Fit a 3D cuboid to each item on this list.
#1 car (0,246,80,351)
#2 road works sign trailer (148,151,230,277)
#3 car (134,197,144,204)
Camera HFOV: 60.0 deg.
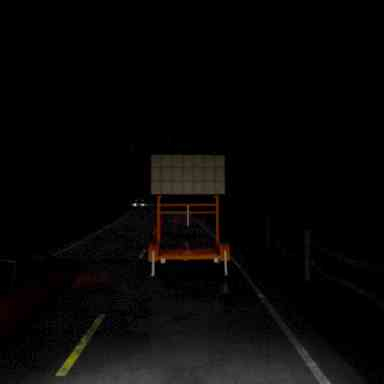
[{"bbox_3d":[-3.381,1.628,5.181,1.895,1.301,4.718,0,0,-1],"label":"car"},{"bbox_3d":[-0.128,0.519,10.476,2.380,3.560,2.880,0,0,-3],"label":"road works sign trailer"},{"bbox_3d":[-11.460,1.848,71.618,1.882,1.535,5.008,0,0,-13],"label":"car"}]
